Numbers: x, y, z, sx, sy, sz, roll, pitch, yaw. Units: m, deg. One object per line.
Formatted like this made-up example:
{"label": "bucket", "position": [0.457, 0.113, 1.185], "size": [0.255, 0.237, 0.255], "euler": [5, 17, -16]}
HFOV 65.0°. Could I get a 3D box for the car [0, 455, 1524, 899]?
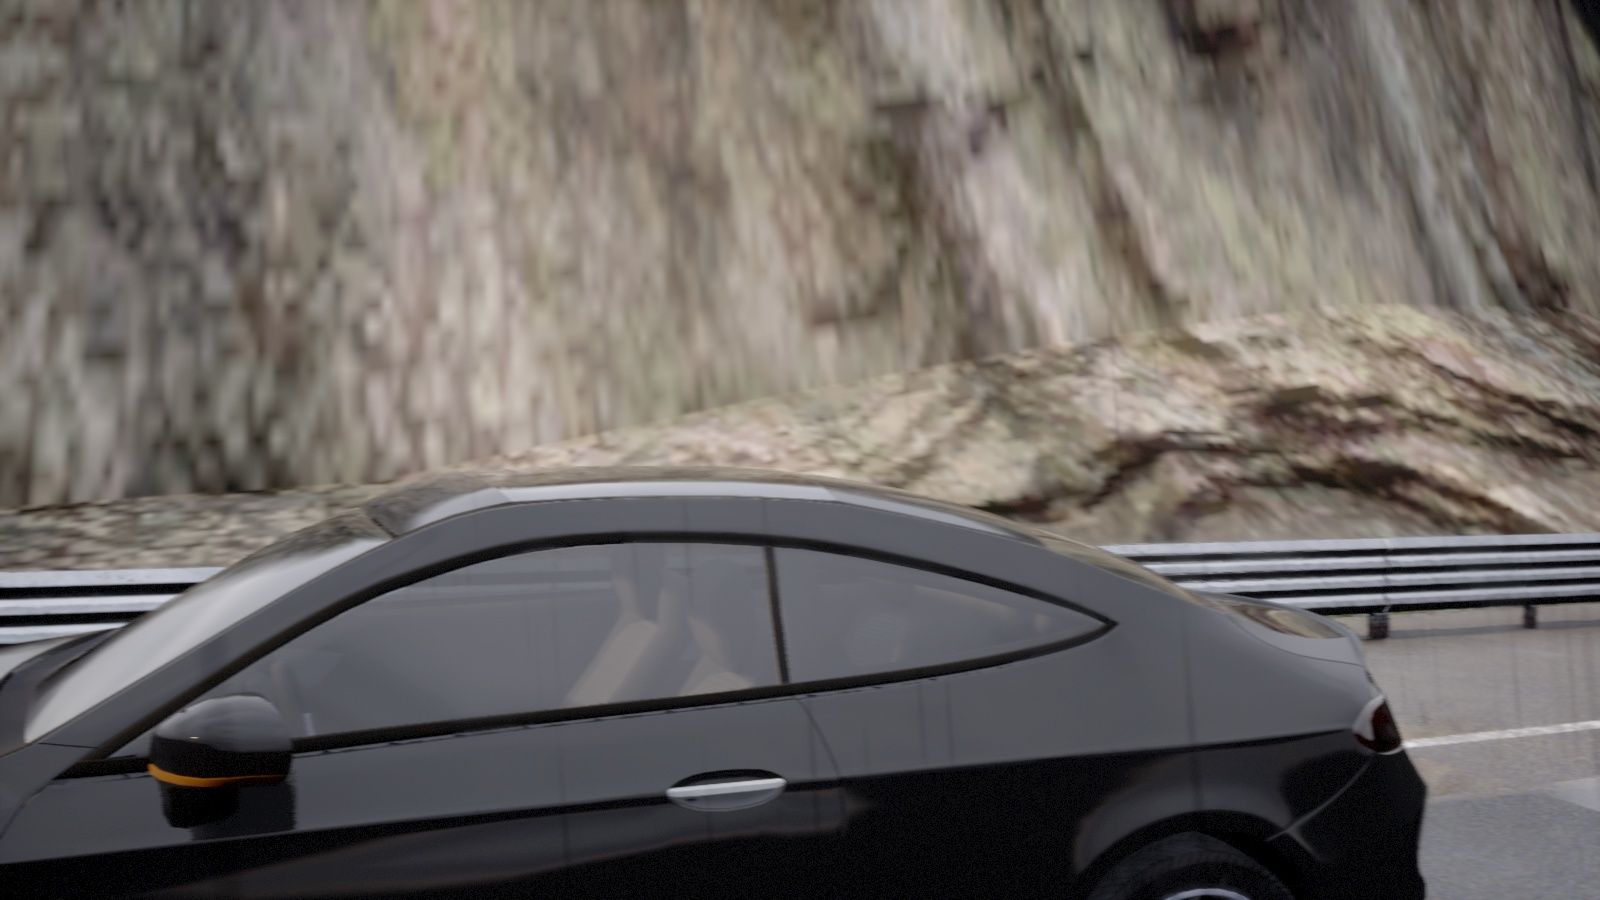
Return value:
{"label": "car", "position": [-0.832, 0.785, 2.922], "size": [4.674, 1.442, 1.812], "euler": [-1, 1, -21]}
